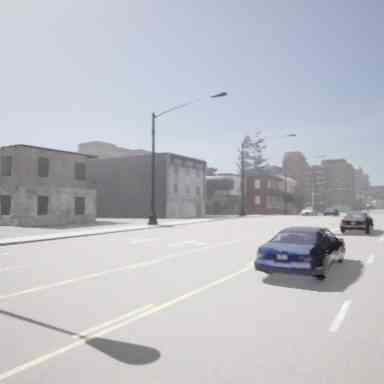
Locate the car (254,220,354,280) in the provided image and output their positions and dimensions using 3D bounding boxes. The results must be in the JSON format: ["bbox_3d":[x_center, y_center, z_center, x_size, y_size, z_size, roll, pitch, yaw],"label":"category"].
[{"bbox_3d":[3.831,1.872,11.188,2.033,1.411,5.357,-2,-2,33],"label":"car"}]

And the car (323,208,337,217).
[{"bbox_3d":[22.638,3.282,53.929,2.033,1.411,5.357,-2,-4,33],"label":"car"}]

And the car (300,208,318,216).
[{"bbox_3d":[19.761,3.348,55.930,1.812,1.442,4.674,-2,-4,33],"label":"car"}]

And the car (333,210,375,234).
[{"bbox_3d":[11.903,2.152,23.878,2.033,1.411,5.357,-2,-2,33],"label":"car"}]
